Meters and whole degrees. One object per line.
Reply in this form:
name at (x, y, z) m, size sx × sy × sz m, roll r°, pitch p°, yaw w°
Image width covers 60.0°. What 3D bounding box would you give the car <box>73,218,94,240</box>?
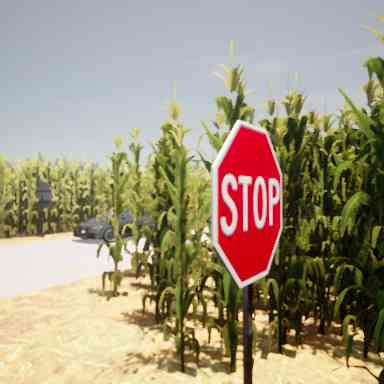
car at (-3.638, 1.576, 16.313) m, size 1.994 × 1.385 × 4.181 m, roll 0°, pitch 0°, yaw 36°
